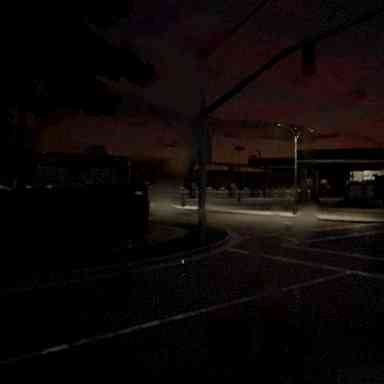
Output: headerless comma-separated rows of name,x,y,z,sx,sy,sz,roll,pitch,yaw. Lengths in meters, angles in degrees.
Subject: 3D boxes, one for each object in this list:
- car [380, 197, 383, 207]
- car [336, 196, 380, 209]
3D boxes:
car,25.495,1.446,47.256,1.970,1.475,3.806,0,0,-35
car,21.228,1.287,43.334,2.242,1.667,4.611,0,0,-35
